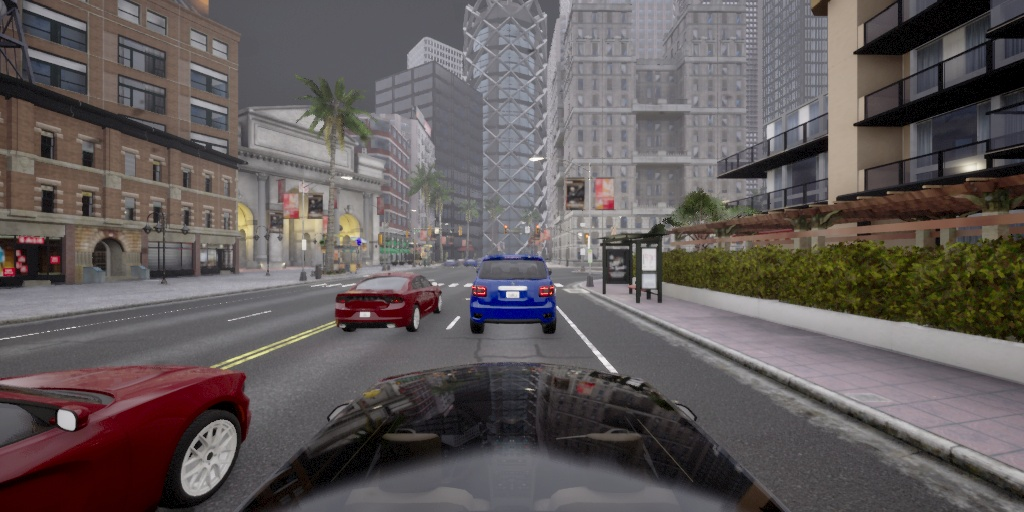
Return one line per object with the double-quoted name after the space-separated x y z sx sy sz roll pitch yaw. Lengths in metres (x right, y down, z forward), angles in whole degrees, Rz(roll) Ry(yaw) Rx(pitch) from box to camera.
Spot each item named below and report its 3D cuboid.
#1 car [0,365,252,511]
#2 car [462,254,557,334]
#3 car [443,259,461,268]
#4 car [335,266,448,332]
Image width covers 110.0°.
-3.390 1.228 1.334 1.882 1.535 5.008 0 0 0 "car"
0.054 0.971 10.804 2.150 2.045 5.566 0 0 1 "car"
-10.553 1.275 61.671 1.812 1.442 4.674 0 0 0 "car"
-3.441 1.228 10.914 1.882 1.535 5.008 0 0 0 "car"
